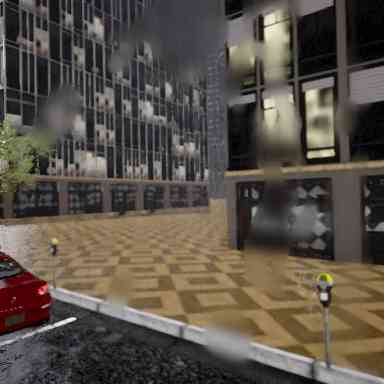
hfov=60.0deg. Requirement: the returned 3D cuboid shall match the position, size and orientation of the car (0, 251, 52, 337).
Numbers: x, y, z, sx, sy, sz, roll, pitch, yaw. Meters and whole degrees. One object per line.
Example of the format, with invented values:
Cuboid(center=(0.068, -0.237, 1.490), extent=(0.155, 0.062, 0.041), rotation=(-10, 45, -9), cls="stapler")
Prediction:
Cuboid(center=(-4.116, 1.620, 5.798), extent=(4.206, 1.307, 1.802), rotation=(0, -1, 36), cls="car")
